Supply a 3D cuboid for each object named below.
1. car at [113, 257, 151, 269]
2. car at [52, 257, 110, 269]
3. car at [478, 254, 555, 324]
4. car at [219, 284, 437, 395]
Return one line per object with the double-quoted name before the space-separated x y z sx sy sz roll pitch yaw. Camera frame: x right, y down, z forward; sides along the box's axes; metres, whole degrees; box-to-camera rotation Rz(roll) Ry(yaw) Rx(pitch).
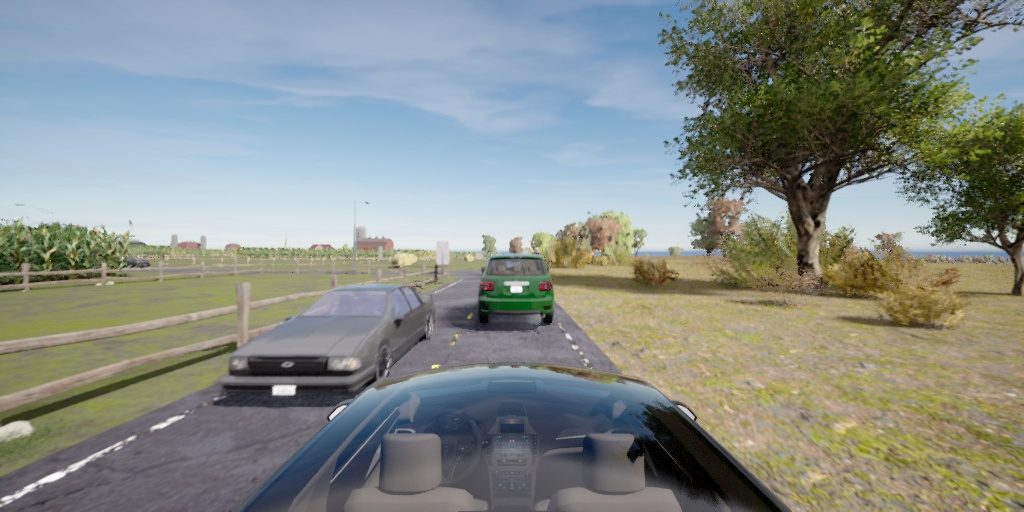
"car" -45.319 0.841 41.989 4.902 1.511 2.128 0 1 0
"car" -47.506 0.877 39.141 4.892 1.490 1.837 0 1 0
"car" 0.114 0.948 11.954 2.150 2.045 5.566 0 0 0
"car" -2.843 1.285 7.135 2.033 1.411 5.357 0 0 0
